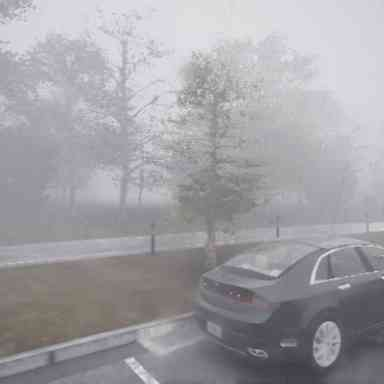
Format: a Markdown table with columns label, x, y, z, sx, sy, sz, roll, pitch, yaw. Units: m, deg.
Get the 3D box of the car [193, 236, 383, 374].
| label | x | y | z | sx | sy | sz | roll | pitch | yaw |
| --- | --- | --- | --- | --- | --- | --- | --- | --- | --- |
| car | 2.339 | 1.480 | 5.558 | 4.892 | 1.521 | 2.231 | 0 | -3 | -32 |
